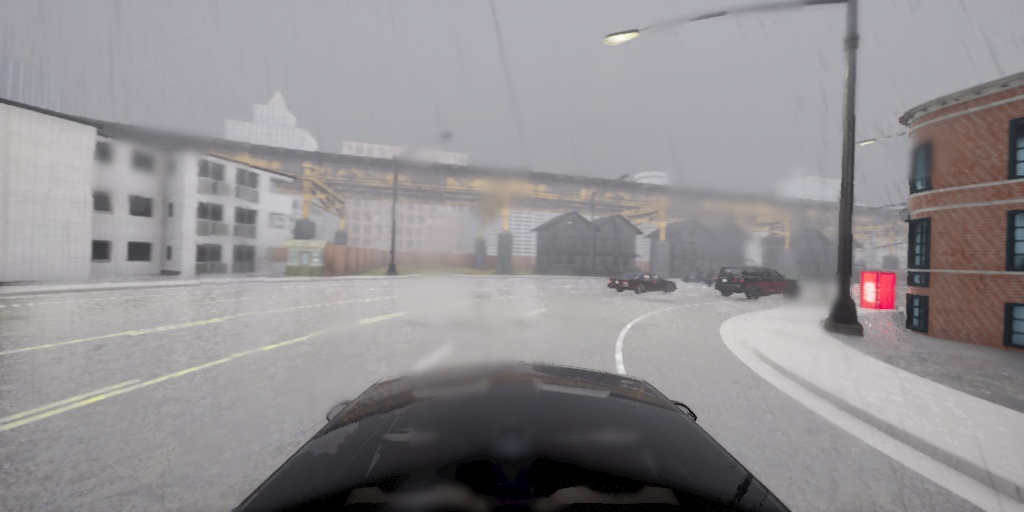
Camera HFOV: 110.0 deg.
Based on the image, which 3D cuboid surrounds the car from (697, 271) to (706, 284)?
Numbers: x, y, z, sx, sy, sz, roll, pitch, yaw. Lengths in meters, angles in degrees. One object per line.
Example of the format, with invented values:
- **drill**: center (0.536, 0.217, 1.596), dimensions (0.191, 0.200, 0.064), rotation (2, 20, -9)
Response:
- **car**: center (21.829, 2.034, 35.571), dimensions (5.566, 2.045, 2.150), rotation (2, 0, -13)

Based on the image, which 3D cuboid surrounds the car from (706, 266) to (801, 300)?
- **car**: center (15.831, 1.721, 23.168), dimensions (5.566, 2.045, 2.150), rotation (2, -1, -17)

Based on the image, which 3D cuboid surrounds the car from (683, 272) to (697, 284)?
- **car**: center (20.788, 2.325, 38.919), dimensions (4.674, 1.442, 1.812), rotation (2, 0, -13)

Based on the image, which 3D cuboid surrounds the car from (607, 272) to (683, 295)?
- **car**: center (8.745, 1.788, 23.972), dimensions (5.357, 1.411, 2.033), rotation (2, -1, -32)

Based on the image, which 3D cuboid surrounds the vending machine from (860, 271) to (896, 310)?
- **vending machine**: center (18.197, 1.745, 17.877), dimensions (0.880, 2.100, 1.100), rotation (0, 0, -13)
